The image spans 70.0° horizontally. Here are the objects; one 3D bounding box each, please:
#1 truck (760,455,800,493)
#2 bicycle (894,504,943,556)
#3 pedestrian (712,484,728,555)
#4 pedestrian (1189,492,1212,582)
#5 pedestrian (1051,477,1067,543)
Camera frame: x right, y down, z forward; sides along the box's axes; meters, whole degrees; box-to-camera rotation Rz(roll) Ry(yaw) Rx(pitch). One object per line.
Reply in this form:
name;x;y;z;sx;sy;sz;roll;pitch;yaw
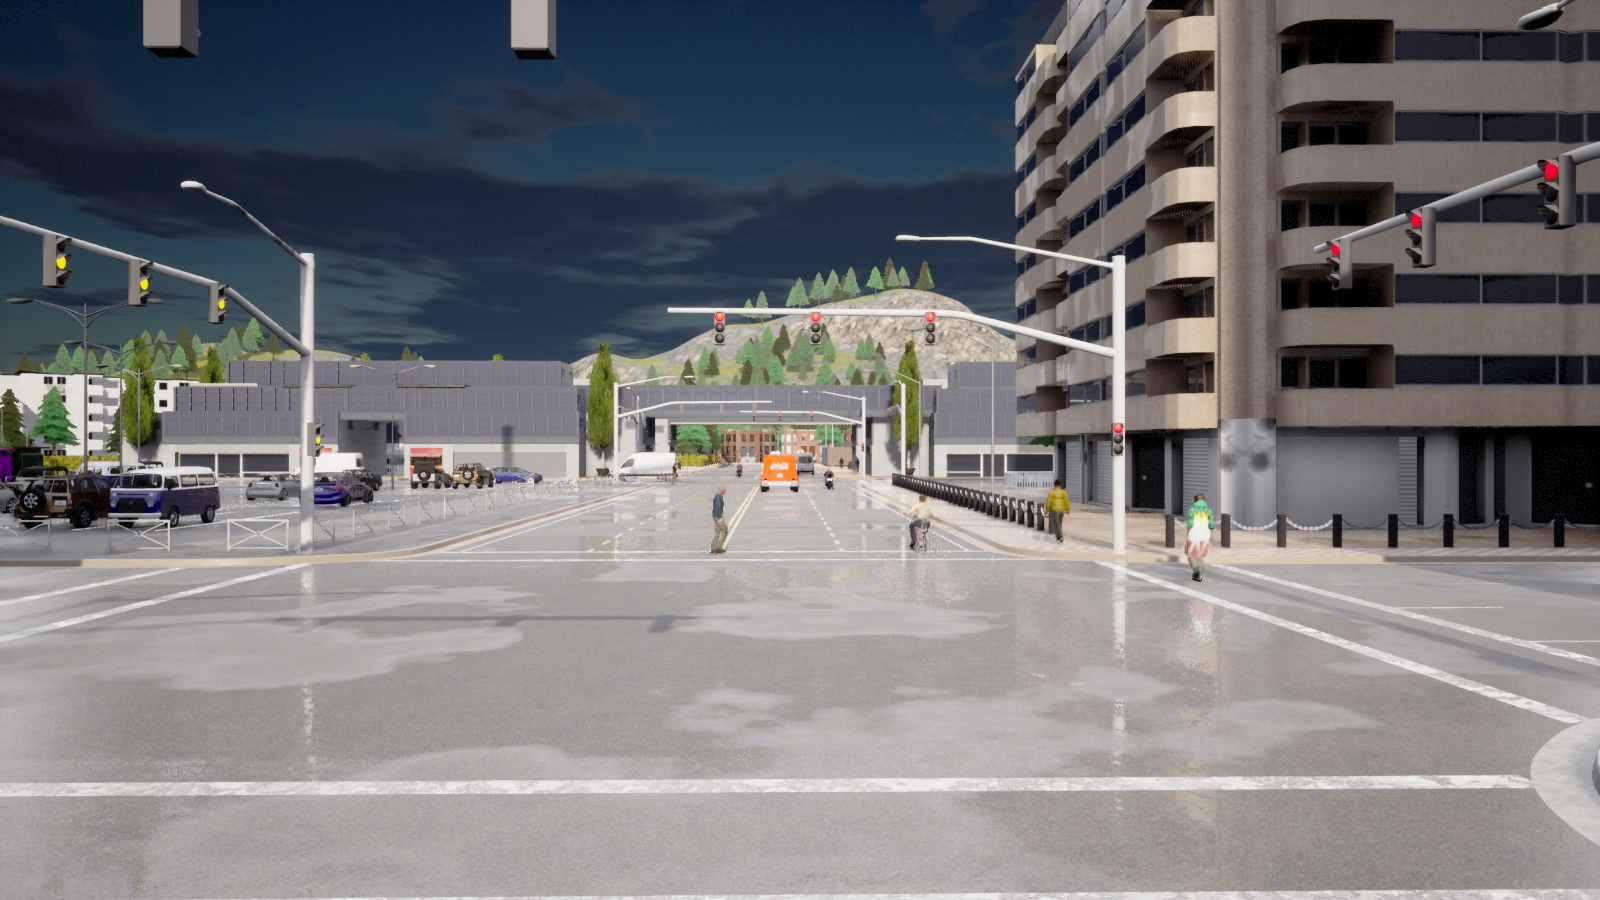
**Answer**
truck;-1.366;1.564;77.071;2.627;2.467;5.204;0;0;-1
bicycle;3.203;2.160;31.056;0.859;1.276;1.487;4;-1;-10
pedestrian;-2.119;1.839;30.290;0.375;1.860;0.375;0;0;-10
pedestrian;8.365;1.804;23.877;0.375;1.860;0.375;0;0;2
pedestrian;7.324;1.695;32.266;0.375;1.860;0.375;0;0;2
